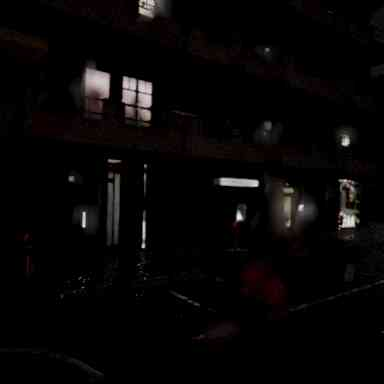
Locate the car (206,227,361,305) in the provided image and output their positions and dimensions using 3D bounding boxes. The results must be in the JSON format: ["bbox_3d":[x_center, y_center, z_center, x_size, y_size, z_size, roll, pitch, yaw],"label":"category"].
[{"bbox_3d":[2.402,1.599,8.243,4.507,1.381,1.887,1,1,-35],"label":"car"}]

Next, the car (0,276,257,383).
[{"bbox_3d":[-2.173,1.485,1.833,4.902,1.511,2.128,1,0,-35],"label":"car"}]
